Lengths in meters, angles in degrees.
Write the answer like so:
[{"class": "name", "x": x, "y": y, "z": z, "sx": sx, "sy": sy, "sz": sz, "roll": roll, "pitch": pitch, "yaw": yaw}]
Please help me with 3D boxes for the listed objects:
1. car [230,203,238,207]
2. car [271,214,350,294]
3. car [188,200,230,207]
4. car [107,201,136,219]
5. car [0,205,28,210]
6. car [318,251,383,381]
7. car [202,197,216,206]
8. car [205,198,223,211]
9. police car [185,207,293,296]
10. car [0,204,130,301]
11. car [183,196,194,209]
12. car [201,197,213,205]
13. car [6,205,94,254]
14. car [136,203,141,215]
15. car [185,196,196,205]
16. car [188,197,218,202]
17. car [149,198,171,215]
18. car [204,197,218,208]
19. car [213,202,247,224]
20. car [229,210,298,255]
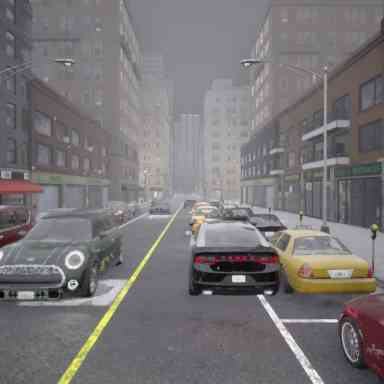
[{"class": "car", "x": 2.781, "y": 1.559, "z": 19.663, "sx": 1.947, "sy": 1.339, "sz": 4.313, "roll": -1, "pitch": 0, "yaw": 0}, {"class": "car", "x": 2.824, "y": 1.523, "z": 8.661, "sx": 1.752, "sy": 1.417, "sz": 4.829, "roll": -1, "pitch": 0, "yaw": 0}, {"class": "car", "x": 0.824, "y": 1.449, "z": 18.900, "sx": 1.801, "sy": 1.575, "sz": 5.366, "roll": 0, "pitch": 0, "yaw": 0}, {"class": "car", "x": -5.780, "y": 1.430, "z": 25.212, "sx": 1.967, "sy": 1.590, "sz": 4.097, "roll": -1, "pitch": 0, "yaw": 0}, {"class": "car", "x": -5.711, "y": 1.312, "z": 8.456, "sx": 2.192, "sy": 1.841, "sz": 5.009, "roll": -1, "pitch": 0, "yaw": 0}, {"class": "car", "x": 2.848, "y": 1.581, "z": 2.905, "sx": 1.802, "sy": 1.307, "sz": 4.206, "roll": -1, "pitch": 0, "yaw": 0}, {"class": "car", "x": 2.648, "y": 1.533, "z": 53.178, "sx": 1.947, "sy": 1.339, "sz": 4.313, "roll": -1, "pitch": 0, "yaw": 0}, {"class": "car", "x": 2.692, "y": 1.529, "z": 42.006, "sx": 2.008, "sy": 1.369, "sz": 4.403, "roll": -1, "pitch": 0, "yaw": 0}, {"class": "police car", "x": 0.866, "y": 1.423, "z": 8.820, "sx": 1.930, "sy": 1.638, "sz": 5.238, "roll": 0, "pitch": 0, "yaw": 0}, {"class": "car", "x": -3.133, "y": 1.349, "z": 8.502, "sx": 2.097, "sy": 1.767, "sz": 4.553, "roll": 0, "pitch": 0, "yaw": 0}, {"class": "car", "x": -0.176, "y": 1.480, "z": 45.612, "sx": 1.837, "sy": 1.490, "sz": 4.892, "roll": 0, "pitch": 0, "yaw": 0}, {"class": "car", "x": 2.626, "y": 1.543, "z": 58.764, "sx": 1.802, "sy": 1.307, "sz": 4.206, "roll": -1, "pitch": 0, "yaw": 0}, {"class": "car", "x": -5.733, "y": 1.435, "z": 14.041, "sx": 1.967, "sy": 1.590, "sz": 4.097, "roll": -1, "pitch": 0, "yaw": 0}, {"class": "car", "x": -5.802, "y": 1.569, "z": 30.798, "sx": 1.802, "sy": 1.307, "sz": 4.206, "roll": -1, "pitch": 0, "yaw": 0}, {"class": "car", "x": -0.246, "y": 1.438, "z": 59.355, "sx": 1.882, "sy": 1.535, "sz": 5.008, "roll": 0, "pitch": 0, "yaw": 0}, {"class": "car", "x": 0.798, "y": 1.446, "z": 24.901, "sx": 1.801, "sy": 1.575, "sz": 5.366, "roll": 0, "pitch": 0, "yaw": 0}, {"class": "car", "x": -3.140, "y": 1.549, "z": 33.390, "sx": 1.994, "sy": 1.385, "sz": 4.181, "roll": 0, "pitch": 0, "yaw": 0}, {"class": "car", "x": 2.669, "y": 1.498, "z": 47.762, "sx": 1.752, "sy": 1.417, "sz": 4.829, "roll": -1, "pitch": 0, "yaw": 0}, {"class": "car", "x": 2.759, "y": 1.541, "z": 25.249, "sx": 2.008, "sy": 1.369, "sz": 4.403, "roll": -1, "pitch": 0, "yaw": 0}, {"class": "car", "x": 2.803, "y": 1.561, "z": 14.077, "sx": 1.947, "sy": 1.339, "sz": 4.313, "roll": -1, "pitch": 0, "yaw": 0}]
